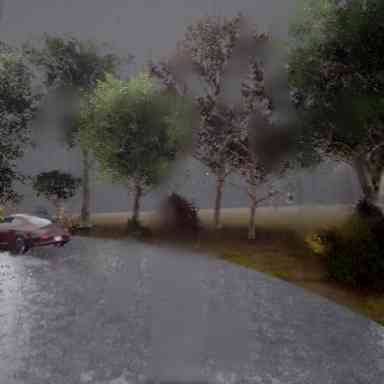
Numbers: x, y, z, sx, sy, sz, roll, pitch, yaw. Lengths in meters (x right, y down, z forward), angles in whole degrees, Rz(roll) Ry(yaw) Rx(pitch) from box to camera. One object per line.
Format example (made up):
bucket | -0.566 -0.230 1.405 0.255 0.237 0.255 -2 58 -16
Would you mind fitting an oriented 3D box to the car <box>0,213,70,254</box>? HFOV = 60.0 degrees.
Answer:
car | -7.106 1.630 13.934 4.674 1.442 1.812 -1 -1 31
